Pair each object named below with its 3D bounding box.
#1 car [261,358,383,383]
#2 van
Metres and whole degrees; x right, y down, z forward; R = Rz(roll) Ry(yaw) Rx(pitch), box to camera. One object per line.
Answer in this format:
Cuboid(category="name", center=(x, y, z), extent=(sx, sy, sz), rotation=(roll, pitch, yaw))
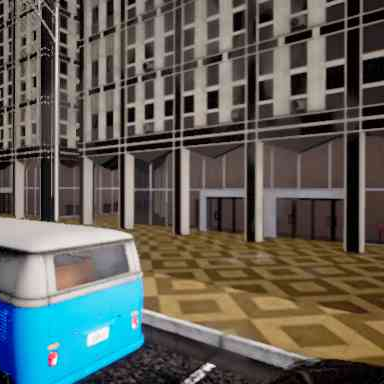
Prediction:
Cuboid(category="car", center=(2.116, 1.574, 1.369), extent=(4.313, 1.339, 1.947), rotation=(1, 0, 35))
Cuboid(category="van", center=(-2.520, 1.307, 4.672), extent=(3.998, 1.788, 1.690), rotation=(1, 0, 35))
